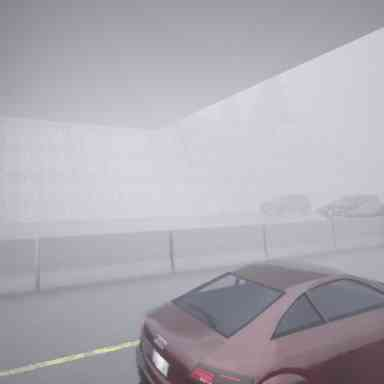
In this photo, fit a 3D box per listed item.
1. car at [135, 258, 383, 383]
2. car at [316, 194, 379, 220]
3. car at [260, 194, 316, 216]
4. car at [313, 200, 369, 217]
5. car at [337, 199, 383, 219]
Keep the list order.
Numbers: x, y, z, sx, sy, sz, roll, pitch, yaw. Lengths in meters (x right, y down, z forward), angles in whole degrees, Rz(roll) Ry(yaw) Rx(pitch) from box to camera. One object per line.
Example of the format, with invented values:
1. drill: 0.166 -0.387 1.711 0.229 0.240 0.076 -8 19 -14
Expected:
1. car: 1.443 1.564 4.108 4.181 1.385 1.994 0 0 -30
2. car: 13.034 1.221 26.928 5.566 2.045 2.150 0 0 -29
3. car: 9.356 1.221 32.890 5.566 2.045 2.150 0 0 -29
4. car: 14.203 1.547 31.601 5.357 1.411 2.033 0 0 -29
5. car: 12.527 1.477 22.626 5.008 1.535 1.882 0 0 -29
